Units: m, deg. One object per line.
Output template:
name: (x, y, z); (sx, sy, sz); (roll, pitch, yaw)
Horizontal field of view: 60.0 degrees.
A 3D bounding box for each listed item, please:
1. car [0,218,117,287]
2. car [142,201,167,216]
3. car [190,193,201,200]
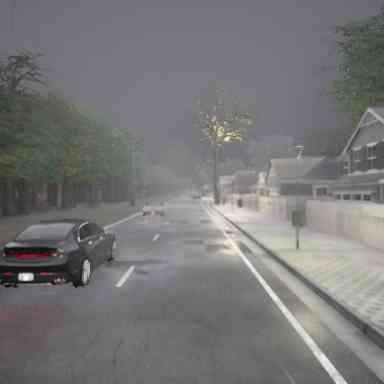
car: (-3.396, 1.485, 9.224); (1.837, 1.490, 4.892); (0, 0, 0)
car: (-3.388, 1.531, 31.090); (1.895, 1.301, 4.718); (0, 0, 0)
car: (1.251, 1.205, 85.506); (2.097, 1.767, 4.553); (0, 0, 0)
